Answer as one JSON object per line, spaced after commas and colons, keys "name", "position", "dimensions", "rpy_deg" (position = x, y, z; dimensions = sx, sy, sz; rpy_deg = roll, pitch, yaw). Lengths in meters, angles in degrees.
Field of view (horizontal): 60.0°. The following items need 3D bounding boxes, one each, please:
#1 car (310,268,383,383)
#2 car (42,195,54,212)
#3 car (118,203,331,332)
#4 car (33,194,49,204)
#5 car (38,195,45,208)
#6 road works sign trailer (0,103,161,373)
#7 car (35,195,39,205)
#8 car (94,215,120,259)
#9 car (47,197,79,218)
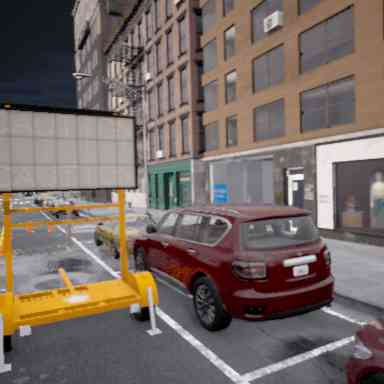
{"name": "car", "position": [2.975, 1.447, 1.817], "dimensions": [1.802, 1.307, 4.206], "rpy_deg": [-2, 1, -28]}
{"name": "car", "position": [-12.576, 1.230, 31.046], "dimensions": [1.802, 1.307, 4.206], "rpy_deg": [-2, 1, -28]}
{"name": "car", "position": [0.376, 1.144, 6.683], "dimensions": [2.192, 1.841, 5.009], "rpy_deg": [-2, 1, -28]}
{"name": "car", "position": [-22.943, 1.084, 50.533], "dimensions": [1.947, 1.339, 4.313], "rpy_deg": [-2, 1, -28]}
{"name": "car", "position": [-15.249, 1.139, 36.067], "dimensions": [1.752, 1.417, 4.829], "rpy_deg": [-2, 1, -28]}
{"name": "road works sign trailer", "position": [-2.148, 0.382, 5.751], "dimensions": [2.380, 3.560, 2.880], "rpy_deg": [-2, 1, -28]}
{"name": "car", "position": [-17.761, 1.127, 40.789], "dimensions": [1.887, 1.381, 4.507], "rpy_deg": [-2, 1, -28]}
{"name": "car", "position": [-2.293, 1.317, 11.706], "dimensions": [1.752, 1.417, 4.829], "rpy_deg": [-2, 1, -28]}
{"name": "car", "position": [-9.984, 1.265, 26.175], "dimensions": [1.802, 1.307, 4.206], "rpy_deg": [-2, 1, -28]}
